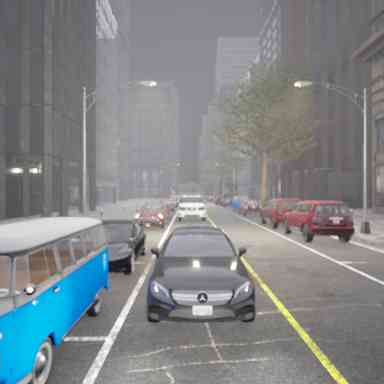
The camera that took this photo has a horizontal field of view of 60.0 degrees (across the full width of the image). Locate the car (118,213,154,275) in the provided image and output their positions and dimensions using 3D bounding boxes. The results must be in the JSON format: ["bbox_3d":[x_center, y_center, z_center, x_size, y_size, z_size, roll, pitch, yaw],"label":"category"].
[{"bbox_3d":[-2.481,1.571,10.484,1.947,1.339,4.313,0,0,-1],"label":"car"}]

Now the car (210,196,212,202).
[{"bbox_3d":[5.288,1.677,66.973,1.887,1.381,4.507,0,0,-1],"label":"car"}]

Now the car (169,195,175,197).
[{"bbox_3d":[-3.008,1.597,49.783,1.752,1.417,4.829,0,0,-1],"label":"car"}]

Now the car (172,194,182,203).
[{"bbox_3d":[-3.388,1.490,78.144,2.192,1.841,5.009,0,0,-1],"label":"car"}]

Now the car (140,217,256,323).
[{"bbox_3d":[0.130,1.529,7.346,1.812,1.442,4.674,0,0,-1],"label":"car"}]

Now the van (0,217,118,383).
[{"bbox_3d":[-2.404,1.343,4.845,1.690,1.788,3.998,0,0,-1],"label":"van"}]

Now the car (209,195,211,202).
[{"bbox_3d":[5.137,1.740,78.250,1.947,1.339,4.313,0,0,-1],"label":"car"}]

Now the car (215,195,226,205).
[{"bbox_3d":[5.439,1.657,55.694,1.947,1.339,4.313,0,0,-1],"label":"car"}]

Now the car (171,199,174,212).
[{"bbox_3d":[-2.708,1.575,27.399,1.887,1.381,4.507,0,0,-1],"label":"car"}]

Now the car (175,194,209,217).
[{"bbox_3d":[-0.040,1.253,27.413,2.150,2.045,5.566,0,0,-1],"label":"car"}]

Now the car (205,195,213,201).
[{"bbox_3d":[4.910,1.686,95.169,1.967,1.590,4.097,0,0,-1],"label":"car"}]

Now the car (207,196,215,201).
[{"bbox_3d":[4.986,1.802,89.528,1.802,1.307,4.206,0,0,-1],"label":"car"}]

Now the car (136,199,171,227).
[{"bbox_3d":[-2.632,1.461,21.761,1.967,1.590,4.097,0,0,-1],"label":"car"}]

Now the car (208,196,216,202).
[{"bbox_3d":[5.059,1.723,84.060,1.752,1.417,4.829,0,0,-1],"label":"car"}]

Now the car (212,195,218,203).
[{"bbox_3d":[5.363,1.427,61.334,2.192,1.841,5.009,0,0,-1],"label":"car"}]

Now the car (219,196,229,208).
[{"bbox_3d":[5.515,1.654,50.057,1.802,1.307,4.206,0,0,-1],"label":"car"}]

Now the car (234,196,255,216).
[{"bbox_3d":[5.742,1.479,33.139,1.967,1.590,4.097,0,0,-1],"label":"car"}]

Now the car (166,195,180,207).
[{"bbox_3d":[-3.086,1.406,55.590,2.192,1.841,5.009,0,0,-1],"label":"car"}]

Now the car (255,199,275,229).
[{"bbox_3d":[5.893,1.336,21.861,2.192,1.841,5.009,0,0,-1],"label":"car"}]

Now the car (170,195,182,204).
[{"bbox_3d":[-3.237,1.448,66.868,2.192,1.841,5.009,0,0,-1],"label":"car"}]

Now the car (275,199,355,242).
[{"bbox_3d":[5.968,1.327,16.223,2.192,1.841,5.009,0,0,-1],"label":"car"}]

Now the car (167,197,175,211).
[{"bbox_3d":[-2.858,1.631,38.676,1.802,1.307,4.206,0,0,-1],"label":"car"}]

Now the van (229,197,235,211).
[{"bbox_3d":[5.667,1.390,38.779,1.690,1.788,3.998,0,0,-1],"label":"van"}]
